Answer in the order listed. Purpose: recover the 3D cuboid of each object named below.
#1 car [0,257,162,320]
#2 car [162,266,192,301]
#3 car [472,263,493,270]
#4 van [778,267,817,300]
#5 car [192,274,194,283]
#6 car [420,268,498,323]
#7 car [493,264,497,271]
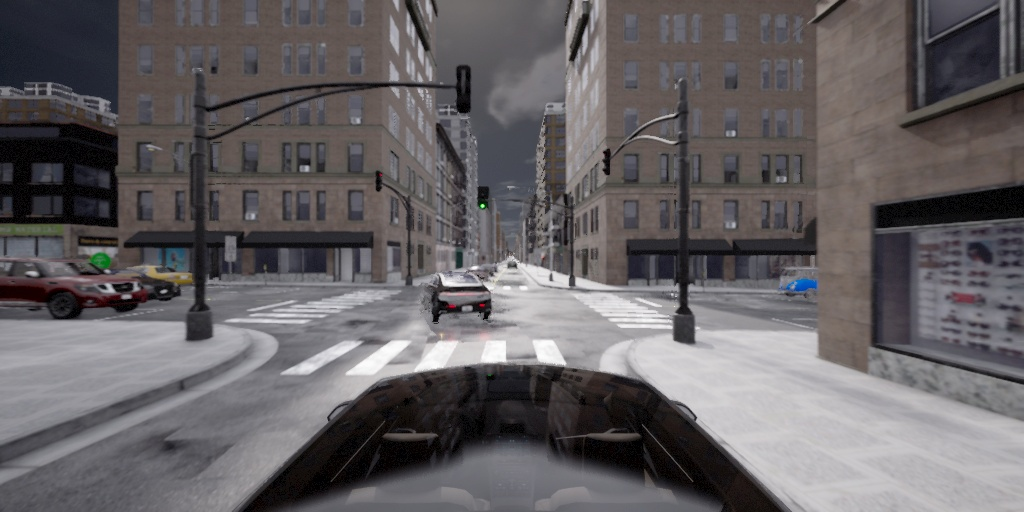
[{"bbox_3d":[-14.952,0.961,11.541,5.009,1.841,2.192,0,0,0],"label":"car"},{"bbox_3d":[-15.874,1.203,14.291,4.181,1.385,1.994,1,0,-1],"label":"car"},{"bbox_3d":[-3.069,1.562,32.143,1.994,1.385,4.181,0,0,0],"label":"car"},{"bbox_3d":[17.391,1.523,20.287,3.998,1.789,1.690,0,0,0],"label":"van"},{"bbox_3d":[-20.653,1.111,20.027,4.829,1.417,1.751,0,0,0],"label":"car"},{"bbox_3d":[-2.093,1.326,12.670,2.128,1.511,4.902,1,-1,-19],"label":"car"},{"bbox_3d":[-3.056,1.587,42.096,1.837,1.490,4.892,0,0,0],"label":"car"}]
